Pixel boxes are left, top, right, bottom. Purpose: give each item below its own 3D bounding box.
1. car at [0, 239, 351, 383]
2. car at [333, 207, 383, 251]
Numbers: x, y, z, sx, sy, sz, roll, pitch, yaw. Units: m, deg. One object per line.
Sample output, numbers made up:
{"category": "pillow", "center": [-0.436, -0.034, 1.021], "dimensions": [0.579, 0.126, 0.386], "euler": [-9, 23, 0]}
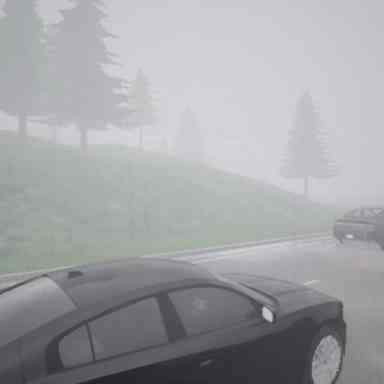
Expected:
{"category": "car", "center": [-0.368, 1.462, 3.465], "dimensions": [5.008, 1.535, 1.882], "euler": [-1, 0, -36]}
{"category": "car", "center": [7.704, 1.377, 13.468], "dimensions": [4.902, 1.511, 2.128], "euler": [-1, 0, -35]}
